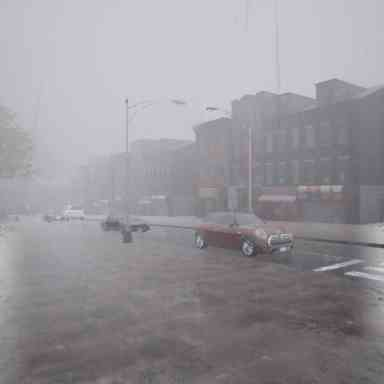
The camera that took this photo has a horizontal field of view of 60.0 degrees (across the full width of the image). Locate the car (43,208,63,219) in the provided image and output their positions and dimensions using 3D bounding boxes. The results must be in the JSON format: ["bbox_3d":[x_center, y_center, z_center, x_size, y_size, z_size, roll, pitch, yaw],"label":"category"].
[{"bbox_3d":[-22.713,3.483,54.297,2.097,1.767,4.553,0,-2,-36],"label":"car"}]

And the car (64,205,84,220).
[{"bbox_3d":[-16.589,2.898,45.705,2.150,2.045,5.566,0,-2,-35],"label":"car"}]

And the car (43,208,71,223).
[{"bbox_3d":[-17.378,3.077,41.864,2.128,1.511,4.902,0,-2,-35],"label":"car"}]

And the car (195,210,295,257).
[{"bbox_3d":[2.125,1.639,14.362,2.097,1.767,4.553,0,-2,-36],"label":"car"}]

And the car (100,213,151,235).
[{"bbox_3d":[-5.027,2.265,24.384,2.033,1.411,5.357,0,-2,-37],"label":"car"}]
